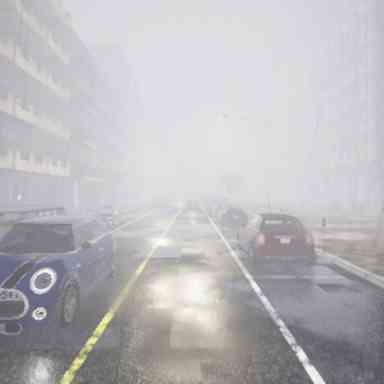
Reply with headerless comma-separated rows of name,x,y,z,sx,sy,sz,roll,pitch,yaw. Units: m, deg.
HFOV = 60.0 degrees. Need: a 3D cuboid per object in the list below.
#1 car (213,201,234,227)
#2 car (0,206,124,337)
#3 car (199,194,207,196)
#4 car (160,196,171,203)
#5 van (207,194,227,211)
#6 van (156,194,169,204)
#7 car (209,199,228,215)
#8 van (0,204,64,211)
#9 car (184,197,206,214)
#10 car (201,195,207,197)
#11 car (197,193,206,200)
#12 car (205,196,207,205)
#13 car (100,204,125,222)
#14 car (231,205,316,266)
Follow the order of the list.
car,2.692,1.554,22.567,1.947,1.339,4.313,0,0,0
car,-3.037,1.346,6.956,2.097,1.767,4.553,0,0,1
car,2.691,1.308,55.705,2.192,1.841,5.009,0,0,0
car,-5.691,1.570,72.273,1.947,1.339,4.313,0,0,0
van,2.692,1.329,33.613,1.690,1.788,3.998,0,0,0
van,-5.690,1.337,61.227,1.690,1.788,3.998,0,0,0
car,2.692,1.532,28.090,1.887,1.381,4.507,0,0,0
van,-5.687,1.333,11.521,1.690,1.788,3.998,0,0,0
car,0.099,1.536,35.820,2.033,1.411,5.357,0,0,0
car,2.691,1.542,50.181,2.008,1.369,4.403,0,0,0
car,2.690,1.346,94.365,2.192,1.841,5.009,0,0,0
car,2.692,1.540,39.136,2.008,1.369,4.403,0,0,0
car,-5.689,1.539,22.567,2.008,1.369,4.403,0,0,0
car,2.693,1.432,11.521,1.967,1.590,4.097,0,0,0
